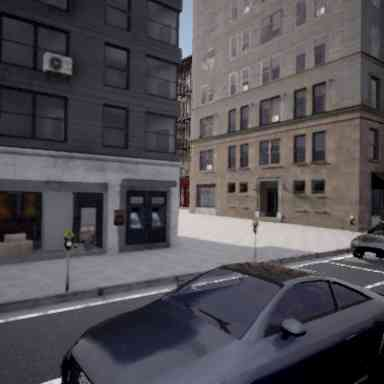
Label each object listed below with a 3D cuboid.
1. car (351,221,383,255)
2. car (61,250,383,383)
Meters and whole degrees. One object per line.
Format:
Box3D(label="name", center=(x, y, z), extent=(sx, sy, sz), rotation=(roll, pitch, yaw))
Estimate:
Box3D(label="car", center=(7.635, 1.725, 12.203), extent=(4.313, 1.339, 1.947), rotation=(1, 0, -35))
Box3D(label="car", center=(0.720, 1.597, 3.893), extent=(4.181, 1.385, 1.994), rotation=(1, 0, -35))
